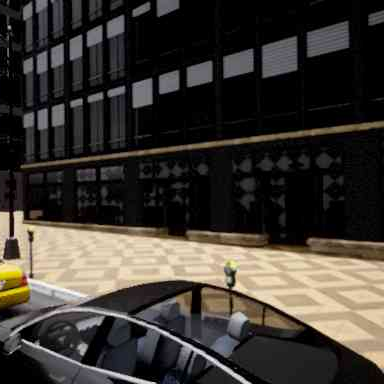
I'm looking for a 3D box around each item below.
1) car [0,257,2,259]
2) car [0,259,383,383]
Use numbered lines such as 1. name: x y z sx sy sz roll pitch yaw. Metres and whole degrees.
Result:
1. car: -5.168 1.541 6.743 4.829 1.417 1.752 0 -1 36
2. car: -0.534 1.570 3.228 4.313 1.339 1.947 0 -1 36
